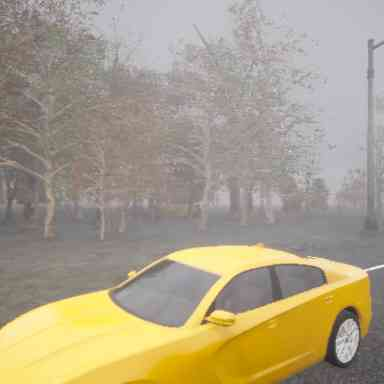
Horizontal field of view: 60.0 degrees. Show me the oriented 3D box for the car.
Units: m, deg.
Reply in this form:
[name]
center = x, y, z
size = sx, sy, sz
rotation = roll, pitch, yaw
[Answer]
[car]
center = 0.284, 1.481, 4.190
size = 5.008, 1.535, 1.882
rotation = 0, 0, -35
